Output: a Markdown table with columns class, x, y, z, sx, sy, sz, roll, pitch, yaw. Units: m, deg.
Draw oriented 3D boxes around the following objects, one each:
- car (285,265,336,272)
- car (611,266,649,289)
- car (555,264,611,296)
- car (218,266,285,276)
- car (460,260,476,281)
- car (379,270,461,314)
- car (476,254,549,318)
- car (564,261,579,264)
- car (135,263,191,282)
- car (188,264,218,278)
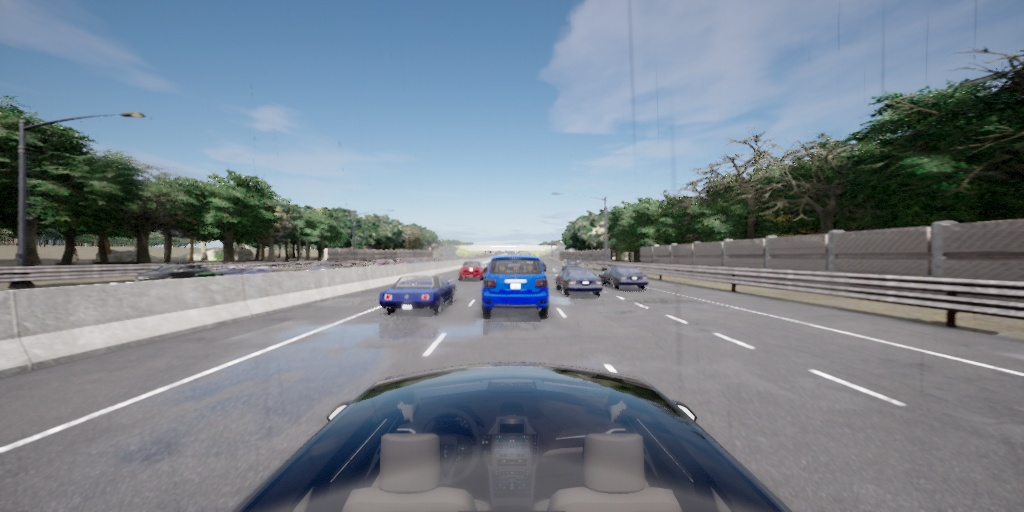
| class | x | y | z | sx | sy | sz | roll | pitch | yaw |
| --- | --- | --- | --- | --- | --- | --- | --- | --- | --- |
| car | -14.037 | 1.366 | 26.141 | 1.994 | 1.385 | 4.181 | 0 | 0 | 0 |
| car | 7.143 | 1.346 | 23.357 | 2.033 | 1.411 | 5.357 | 0 | 0 | 0 |
| car | 3.530 | 1.335 | 19.623 | 2.033 | 1.411 | 5.357 | 0 | 0 | 0 |
| car | -17.544 | 1.399 | 25.112 | 1.895 | 1.301 | 4.718 | 0 | 0 | 0 |
| car | -3.313 | 1.168 | 31.370 | 2.097 | 1.767 | 4.553 | 0 | 0 | 0 |
| car | -3.386 | 1.374 | 13.856 | 1.895 | 1.301 | 4.718 | 0 | 0 | 0 |
| car | 0.113 | 0.993 | 13.259 | 2.150 | 2.045 | 5.566 | 0 | 0 | 0 |
| car | 7.277 | 1.336 | 44.040 | 2.128 | 1.511 | 4.902 | 0 | 0 | 0 |
| car | -24.536 | 1.305 | 26.276 | 1.837 | 1.490 | 4.892 | 0 | 0 | 0 |
| car | -21.035 | 1.403 | 26.908 | 1.895 | 1.301 | 4.718 | 0 | 0 | 0 |
